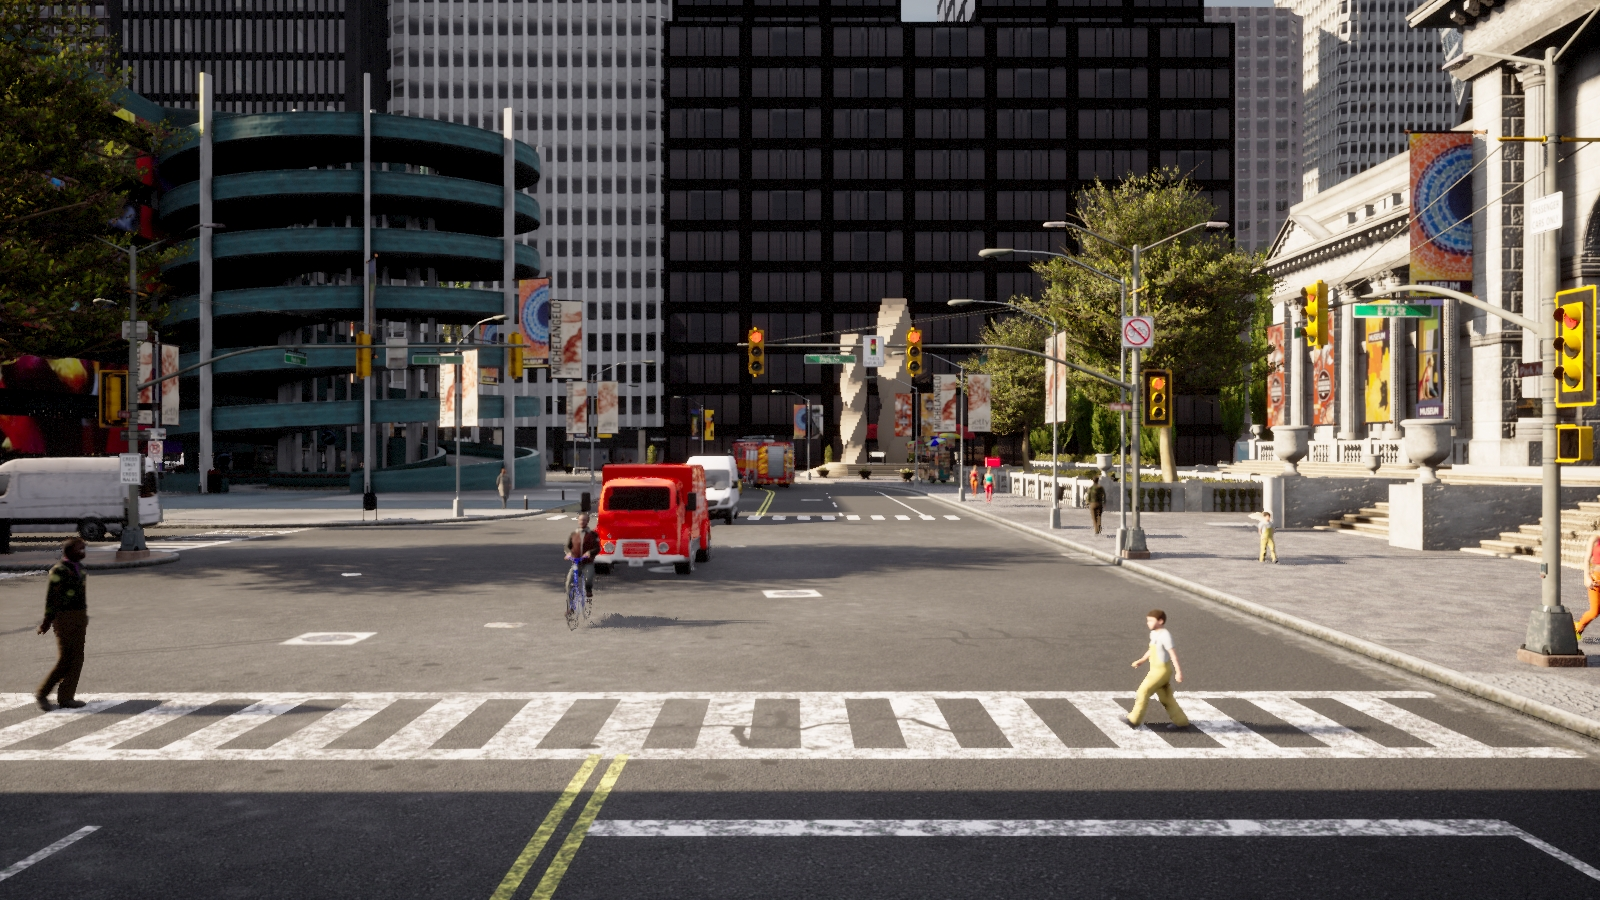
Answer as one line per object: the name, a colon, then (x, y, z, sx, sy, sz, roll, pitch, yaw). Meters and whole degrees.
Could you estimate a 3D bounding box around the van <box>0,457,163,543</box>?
van: (-23.431, 1.520, 35.667, 5.915, 2.561, 1.988, 0, 0, -4)

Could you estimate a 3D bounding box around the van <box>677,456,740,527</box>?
van: (-3.496, 1.517, 44.542, 1.988, 2.561, 5.915, 0, 0, 0)

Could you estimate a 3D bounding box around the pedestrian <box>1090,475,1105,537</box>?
pedestrian: (8.981, 1.683, 34.471, 0.375, 1.860, 0.375, 0, 0, 5)

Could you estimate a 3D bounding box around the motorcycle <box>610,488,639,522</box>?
motorcycle: (-6.913, 2.164, 45.088, 0.856, 1.236, 1.805, 0, 0, 0)

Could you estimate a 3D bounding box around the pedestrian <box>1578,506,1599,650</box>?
pedestrian: (10.668, 1.690, 15.197, 0.375, 1.860, 0.375, 0, 0, -6)

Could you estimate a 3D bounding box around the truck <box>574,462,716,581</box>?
truck: (-3.490, 1.557, 26.901, 2.627, 2.467, 5.204, 0, 0, 0)

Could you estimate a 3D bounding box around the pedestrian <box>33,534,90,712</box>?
pedestrian: (-7.923, 1.844, 12.268, 0.375, 1.860, 0.375, 0, 0, -1)

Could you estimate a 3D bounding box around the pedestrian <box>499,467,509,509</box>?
pedestrian: (-13.147, 1.677, 50.681, 0.375, 1.860, 0.375, 0, 0, -23)

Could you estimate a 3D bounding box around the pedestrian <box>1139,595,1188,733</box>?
pedestrian: (3.622, 2.124, 11.396, 0.375, 1.300, 0.375, 0, 0, 1)

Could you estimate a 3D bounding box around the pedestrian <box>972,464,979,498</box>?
pedestrian: (9.551, 1.671, 62.327, 0.375, 1.860, 0.375, 0, 0, 7)

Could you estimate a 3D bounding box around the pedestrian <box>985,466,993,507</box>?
pedestrian: (8.682, 1.676, 52.504, 0.375, 1.860, 0.375, 0, 0, 11)

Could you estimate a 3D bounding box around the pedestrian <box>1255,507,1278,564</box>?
pedestrian: (10.753, 1.966, 26.318, 0.375, 1.300, 0.375, 0, 0, 0)
